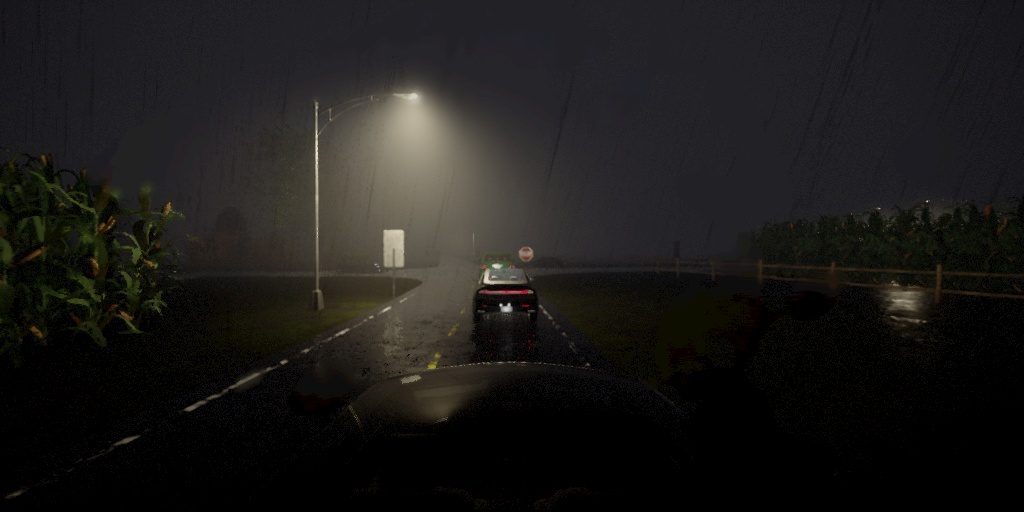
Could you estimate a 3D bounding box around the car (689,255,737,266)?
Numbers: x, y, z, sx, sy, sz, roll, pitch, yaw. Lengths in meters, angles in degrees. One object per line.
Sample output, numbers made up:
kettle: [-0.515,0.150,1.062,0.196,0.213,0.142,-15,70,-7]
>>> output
car: [24.549,0.641,43.850,5.357,1.411,2.033,-1,1,-9]

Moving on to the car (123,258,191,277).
car: [-32.540,0.985,32.994,4.553,1.767,2.097,0,1,-5]

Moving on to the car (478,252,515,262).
car: [-0.960,0.754,22.898,2.150,2.045,5.566,0,1,-3]

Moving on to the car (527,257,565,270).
car: [3.748,0.805,41.512,4.674,1.442,1.812,0,1,6]

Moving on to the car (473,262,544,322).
car: [-0.251,1.137,11.716,2.128,1.511,4.902,0,1,-3]

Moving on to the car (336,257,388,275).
car: [-14.051,0.854,33.784,4.553,1.767,2.097,0,1,8]
